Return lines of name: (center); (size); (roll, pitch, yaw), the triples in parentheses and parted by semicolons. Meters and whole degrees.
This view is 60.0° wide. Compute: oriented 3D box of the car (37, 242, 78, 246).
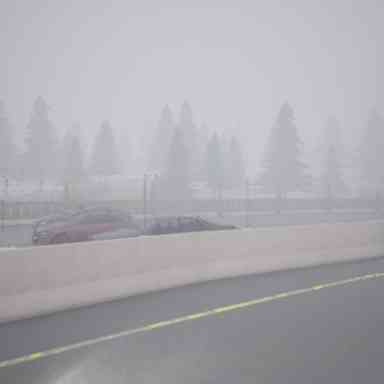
car: (-4.196, 1.518, 13.549); (4.181, 1.385, 1.994); (0, 0, -32)

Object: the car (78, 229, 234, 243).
car: (-0.885, 1.512, 11.575); (5.357, 1.411, 2.033); (0, 0, -32)
